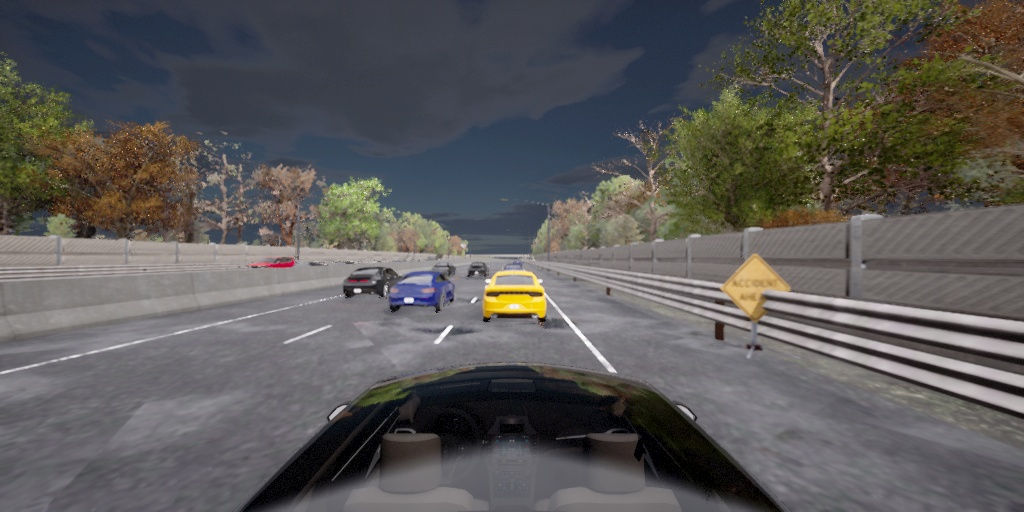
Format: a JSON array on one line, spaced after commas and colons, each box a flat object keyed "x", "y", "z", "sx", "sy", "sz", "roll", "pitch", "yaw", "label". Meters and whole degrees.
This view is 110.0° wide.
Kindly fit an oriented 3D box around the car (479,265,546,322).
[{"x": 0.080, "y": 1.254, "z": 12.506, "sx": 1.882, "sy": 1.535, "sz": 5.008, "roll": 0, "pitch": 0, "yaw": 0, "label": "car"}]

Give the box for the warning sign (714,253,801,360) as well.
[{"x": 4.551, "y": 0.877, "z": 6.737, "sx": 1.300, "sy": 1.860, "sz": 1.060, "roll": 0, "pitch": 0, "yaw": 0, "label": "warning sign"}]

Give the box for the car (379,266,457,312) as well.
[{"x": -3.416, "y": 1.306, "z": 14.226, "sx": 1.812, "sy": 1.442, "sz": 4.674, "roll": 0, "pitch": 0, "yaw": 0, "label": "car"}]

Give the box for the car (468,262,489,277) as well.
[{"x": -3.398, "y": 1.360, "z": 36.960, "sx": 1.837, "sy": 1.490, "sz": 4.892, "roll": 0, "pitch": 0, "yaw": 0, "label": "car"}]

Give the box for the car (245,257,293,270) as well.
[{"x": -24.593, "y": 1.075, "z": 36.868, "sx": 2.150, "sy": 2.045, "sz": 5.566, "roll": 0, "pitch": 0, "yaw": 0, "label": "car"}]

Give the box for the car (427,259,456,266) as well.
[{"x": -6.898, "y": 1.346, "z": 36.828, "sx": 2.128, "sy": 1.511, "sz": 4.902, "roll": 0, "pitch": 0, "yaw": 0, "label": "car"}]

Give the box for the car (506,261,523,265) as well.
[{"x": 0.100, "y": 1.385, "z": 31.951, "sx": 2.033, "sy": 1.411, "sz": 5.357, "roll": 0, "pitch": 0, "yaw": 0, "label": "car"}]

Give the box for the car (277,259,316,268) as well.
[{"x": -21.090, "y": 1.330, "z": 36.435, "sx": 1.882, "sy": 1.535, "sz": 5.008, "roll": 0, "pitch": 0, "yaw": 0, "label": "car"}]

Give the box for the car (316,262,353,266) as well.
[{"x": -17.590, "y": 1.358, "z": 36.726, "sx": 1.837, "sy": 1.490, "sz": 4.892, "roll": 0, "pitch": 0, "yaw": 0, "label": "car"}]

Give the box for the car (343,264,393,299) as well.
[{"x": -6.904, "y": 1.299, "z": 18.451, "sx": 1.837, "sy": 1.490, "sz": 4.892, "roll": 0, "pitch": 0, "yaw": 0, "label": "car"}]
